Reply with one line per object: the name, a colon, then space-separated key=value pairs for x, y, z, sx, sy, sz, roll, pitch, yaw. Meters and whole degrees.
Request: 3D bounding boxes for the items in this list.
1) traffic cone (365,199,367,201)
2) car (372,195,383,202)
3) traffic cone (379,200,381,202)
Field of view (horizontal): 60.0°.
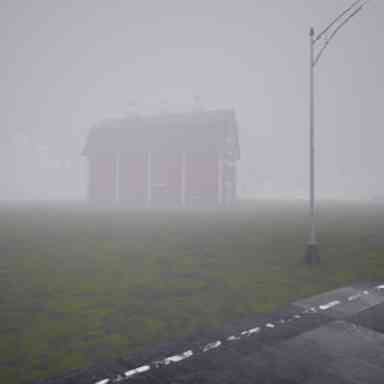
traffic cone: x=36.175 y=1.550 z=69.171 sx=0.340 sy=0.580 sz=0.340 roll=1 pitch=0 yaw=-4
car: x=38.298 y=1.234 z=66.662 sx=1.895 sy=1.301 sz=4.718 roll=1 pitch=0 yaw=-3
traffic cone: x=36.377 y=1.584 z=64.358 sx=0.340 sy=0.580 sz=0.340 roll=1 pitch=0 yaw=0
